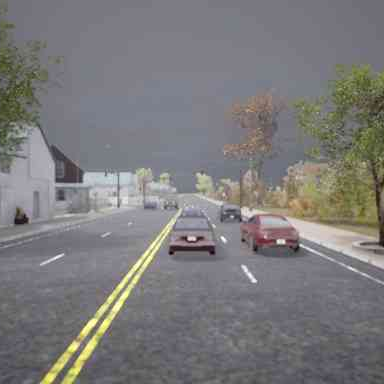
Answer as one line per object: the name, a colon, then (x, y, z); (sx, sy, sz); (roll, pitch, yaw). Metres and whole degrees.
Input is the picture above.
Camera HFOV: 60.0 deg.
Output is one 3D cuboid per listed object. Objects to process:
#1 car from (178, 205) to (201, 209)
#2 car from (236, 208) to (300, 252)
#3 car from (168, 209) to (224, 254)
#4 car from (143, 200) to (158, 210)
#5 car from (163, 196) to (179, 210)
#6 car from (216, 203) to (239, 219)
car: (-0.009, 1.867, 29.102); (1.895, 1.301, 4.718); (0, 0, 0)
car: (3.249, 1.659, 14.402); (1.812, 1.442, 4.674); (0, 0, 0)
car: (-0.004, 1.677, 13.987); (2.033, 1.411, 5.357); (0, 0, 0)
car: (-6.522, 2.013, 52.745); (2.033, 1.411, 5.357); (0, 0, 0)
car: (-3.272, 1.672, 52.702); (2.150, 2.045, 5.566); (0, -1, 0)
car: (3.242, 1.776, 29.295); (1.837, 1.490, 4.892); (0, 0, 0)
